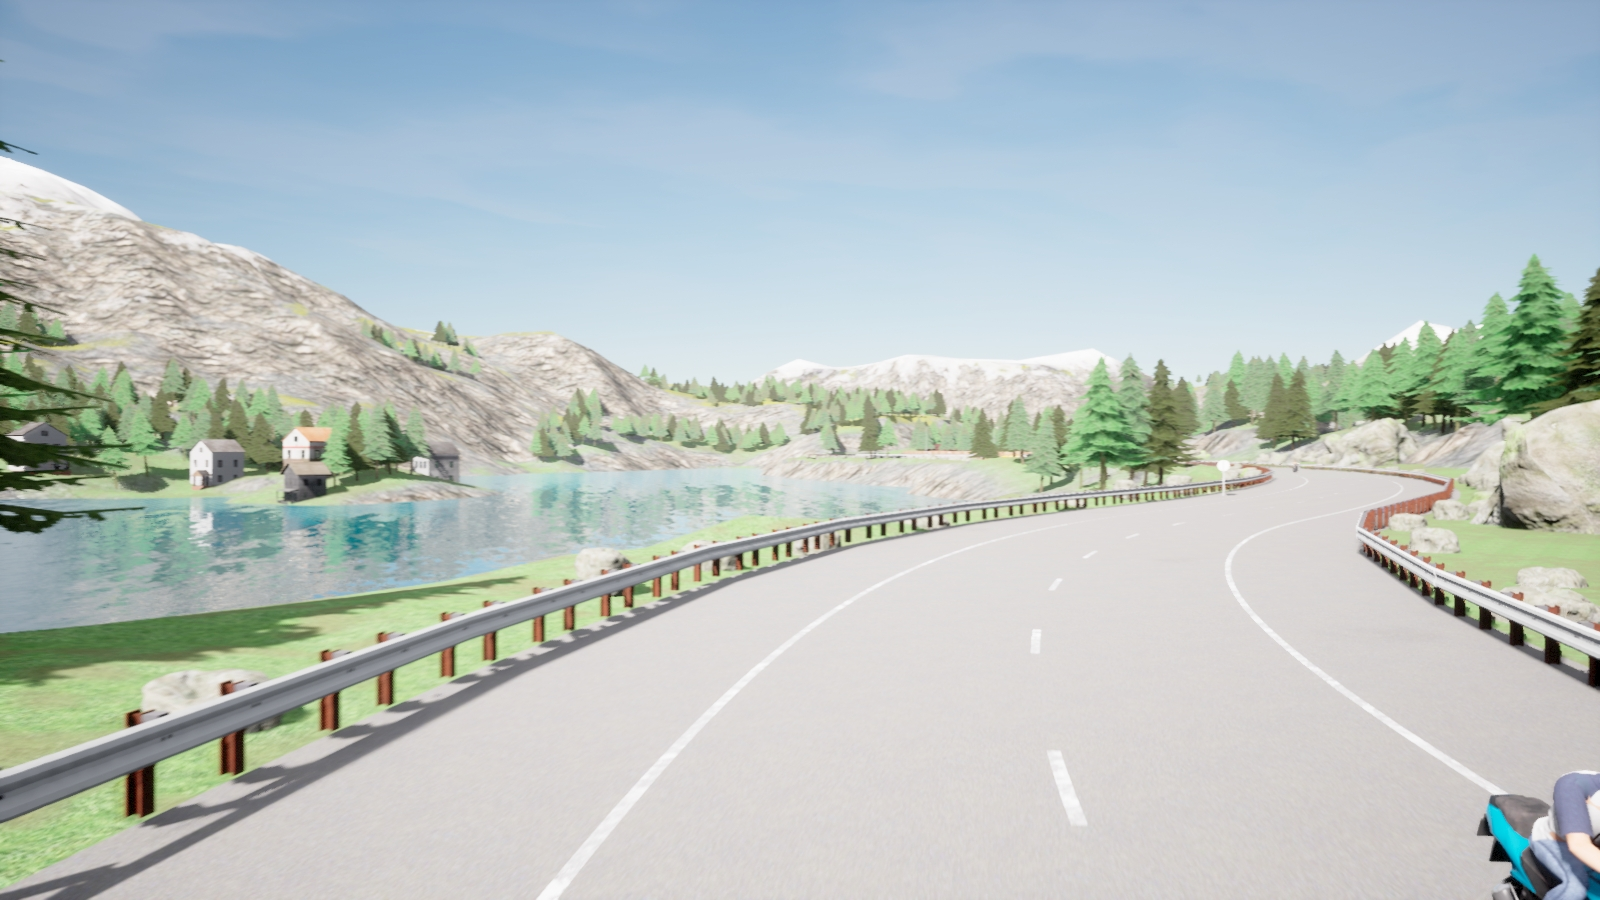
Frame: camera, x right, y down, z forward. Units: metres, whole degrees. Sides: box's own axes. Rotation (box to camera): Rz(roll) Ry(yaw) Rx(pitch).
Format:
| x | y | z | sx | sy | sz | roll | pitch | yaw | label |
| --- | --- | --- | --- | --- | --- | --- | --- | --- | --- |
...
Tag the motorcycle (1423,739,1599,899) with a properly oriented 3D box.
| x | y | z | sx | sy | sz | roll | pitch | yaw | label |
| --- | --- | --- | --- | --- | --- | --- | --- | --- | --- |
| 3.698 | 2.180 | 5.160 | 0.803 | 1.217 | 2.033 | 0 | 0 | 5 | motorcycle |
